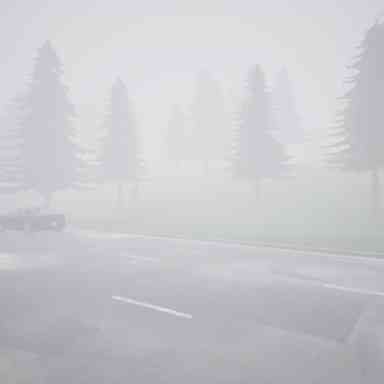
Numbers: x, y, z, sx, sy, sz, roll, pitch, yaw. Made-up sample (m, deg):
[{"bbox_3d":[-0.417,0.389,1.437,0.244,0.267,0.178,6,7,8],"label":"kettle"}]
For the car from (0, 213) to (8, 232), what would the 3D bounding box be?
[{"bbox_3d":[-11.410,1.568,16.391,5.008,1.535,1.882,0,0,35],"label":"car"}]

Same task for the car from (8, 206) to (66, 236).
[{"bbox_3d":[-9.377,1.568,19.240,5.008,1.535,1.882,0,0,35],"label":"car"}]
